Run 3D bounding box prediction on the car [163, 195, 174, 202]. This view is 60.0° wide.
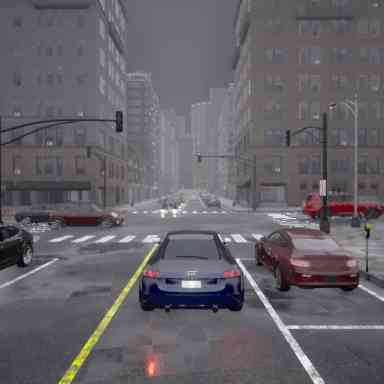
[{"bbox_3d":[-5.241,1.357,73.722,2.008,1.369,4.403,0,0,0],"label":"car"}]

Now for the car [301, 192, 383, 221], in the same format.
[{"bbox_3d":[10.928,1.048,24.467,5.566,2.045,2.150,-1,0,1],"label":"car"}]

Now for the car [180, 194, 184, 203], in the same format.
[{"bbox_3d":[-2.746,1.427,53.760,1.812,1.442,4.674,0,0,0],"label":"car"}]

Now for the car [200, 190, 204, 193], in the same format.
[{"bbox_3d":[3.734,0.937,86.058,2.150,2.045,5.566,0,0,0],"label":"car"}]

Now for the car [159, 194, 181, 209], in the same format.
[{"bbox_3d":[-2.832,1.436,43.856,1.837,1.490,4.892,0,0,2],"label":"car"}]

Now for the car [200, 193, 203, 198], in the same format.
[{"bbox_3d":[3.284,1.388,73.645,1.802,1.307,4.206,0,0,0],"label":"car"}]

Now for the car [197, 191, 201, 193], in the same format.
[{"bbox_3d":[0.612,1.087,84.320,2.128,1.511,4.902,0,0,0],"label":"car"}]

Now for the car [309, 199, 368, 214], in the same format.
[{"bbox_3d":[13.662,1.355,31.168,4.718,1.301,1.895,-1,0,0],"label":"car"}]

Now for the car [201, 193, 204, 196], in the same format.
[{"bbox_3d":[3.236,1.424,68.089,1.802,1.307,4.206,0,0,0],"label":"car"}]

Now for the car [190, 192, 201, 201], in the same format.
[{"bbox_3d":[0.525,1.318,74.319,1.812,1.442,4.674,0,0,0],"label":"car"}]

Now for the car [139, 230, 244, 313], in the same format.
[{"bbox_3d":[0.003,1.562,7.750,1.994,1.385,4.181,0,0,0],"label":"car"}]

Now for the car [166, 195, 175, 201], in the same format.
[{"bbox_3d":[-5.193,1.348,79.274,1.802,1.307,4.206,0,0,0],"label":"car"}]

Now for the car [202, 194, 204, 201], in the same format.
[{"bbox_3d":[3.136,1.436,56.983,1.887,1.381,4.507,0,0,0],"label":"car"}]

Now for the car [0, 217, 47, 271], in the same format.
[{"bbox_3d":[-5.765,1.564,8.674,1.947,1.339,4.313,0,0,0],"label":"car"}]

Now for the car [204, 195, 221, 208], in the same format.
[{"bbox_3d":[3.040,1.507,45.880,1.802,1.307,4.206,0,0,0],"label":"car"}]

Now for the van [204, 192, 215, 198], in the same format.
[{"bbox_3d":[3.088,1.249,51.431,1.690,1.788,3.998,0,0,0],"label":"van"}]

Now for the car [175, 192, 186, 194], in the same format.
[{"bbox_3d":[-2.612,1.354,64.150,2.128,1.511,4.902,0,0,1],"label":"car"}]

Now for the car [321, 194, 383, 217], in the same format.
[{"bbox_3d":[13.553,1.124,27.918,4.553,1.767,2.097,-1,0,0],"label":"car"}]

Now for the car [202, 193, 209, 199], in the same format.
[{"bbox_3d":[3.828,1.143,93.029,1.882,1.535,5.008,0,0,0],"label":"car"}]

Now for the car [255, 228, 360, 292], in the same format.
[{"bbox_3d":[2.760,1.580,8.671,1.802,1.307,4.206,0,0,0],"label":"car"}]

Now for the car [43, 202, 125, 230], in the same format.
[{"bbox_3d":[-6.623,1.437,21.285,4.553,1.767,2.097,-1,1,0],"label":"car"}]

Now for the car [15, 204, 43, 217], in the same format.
[{"bbox_3d":[-10.376,1.622,24.552,4.892,1.490,1.837,-2,1,0],"label":"car"}]
